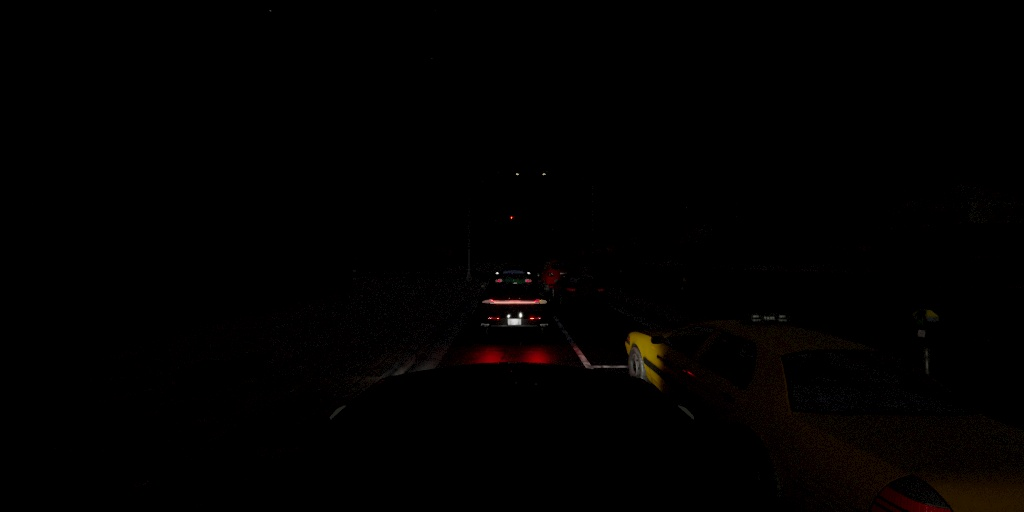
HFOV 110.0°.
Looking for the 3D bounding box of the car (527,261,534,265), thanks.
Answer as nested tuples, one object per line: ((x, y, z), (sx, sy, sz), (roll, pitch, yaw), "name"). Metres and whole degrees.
((3.681, 1.341, 31.793), (4.181, 1.385, 1.994), (0, -1, 0), "car")

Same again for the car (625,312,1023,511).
((2.643, 1.276, 4.000), (1.751, 1.417, 4.829), (0, 0, 0), "car")

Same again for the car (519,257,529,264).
((2.748, 1.403, 62.918), (1.888, 1.381, 4.507), (0, 0, 0), "car")

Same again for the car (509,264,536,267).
((0.060, 1.325, 19.297), (1.994, 1.385, 4.181), (0, 0, -1), "car")

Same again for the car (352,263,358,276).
((-16.686, 0.960, 31.773), (5.566, 2.045, 2.150), (0, -1, 0), "car")

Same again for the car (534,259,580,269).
((2.671, 1.076, 20.177), (2.192, 1.841, 5.009), (0, 0, 0), "car")

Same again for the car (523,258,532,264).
((2.719, 1.356, 46.607), (1.888, 1.381, 4.507), (0, 0, 0), "car")

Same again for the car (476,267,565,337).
((0.080, 1.245, 10.352), (2.128, 1.511, 4.902), (0, 0, 1), "car")

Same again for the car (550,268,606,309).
((2.662, 1.338, 14.728), (1.802, 1.307, 4.207), (0, 0, 0), "car")
